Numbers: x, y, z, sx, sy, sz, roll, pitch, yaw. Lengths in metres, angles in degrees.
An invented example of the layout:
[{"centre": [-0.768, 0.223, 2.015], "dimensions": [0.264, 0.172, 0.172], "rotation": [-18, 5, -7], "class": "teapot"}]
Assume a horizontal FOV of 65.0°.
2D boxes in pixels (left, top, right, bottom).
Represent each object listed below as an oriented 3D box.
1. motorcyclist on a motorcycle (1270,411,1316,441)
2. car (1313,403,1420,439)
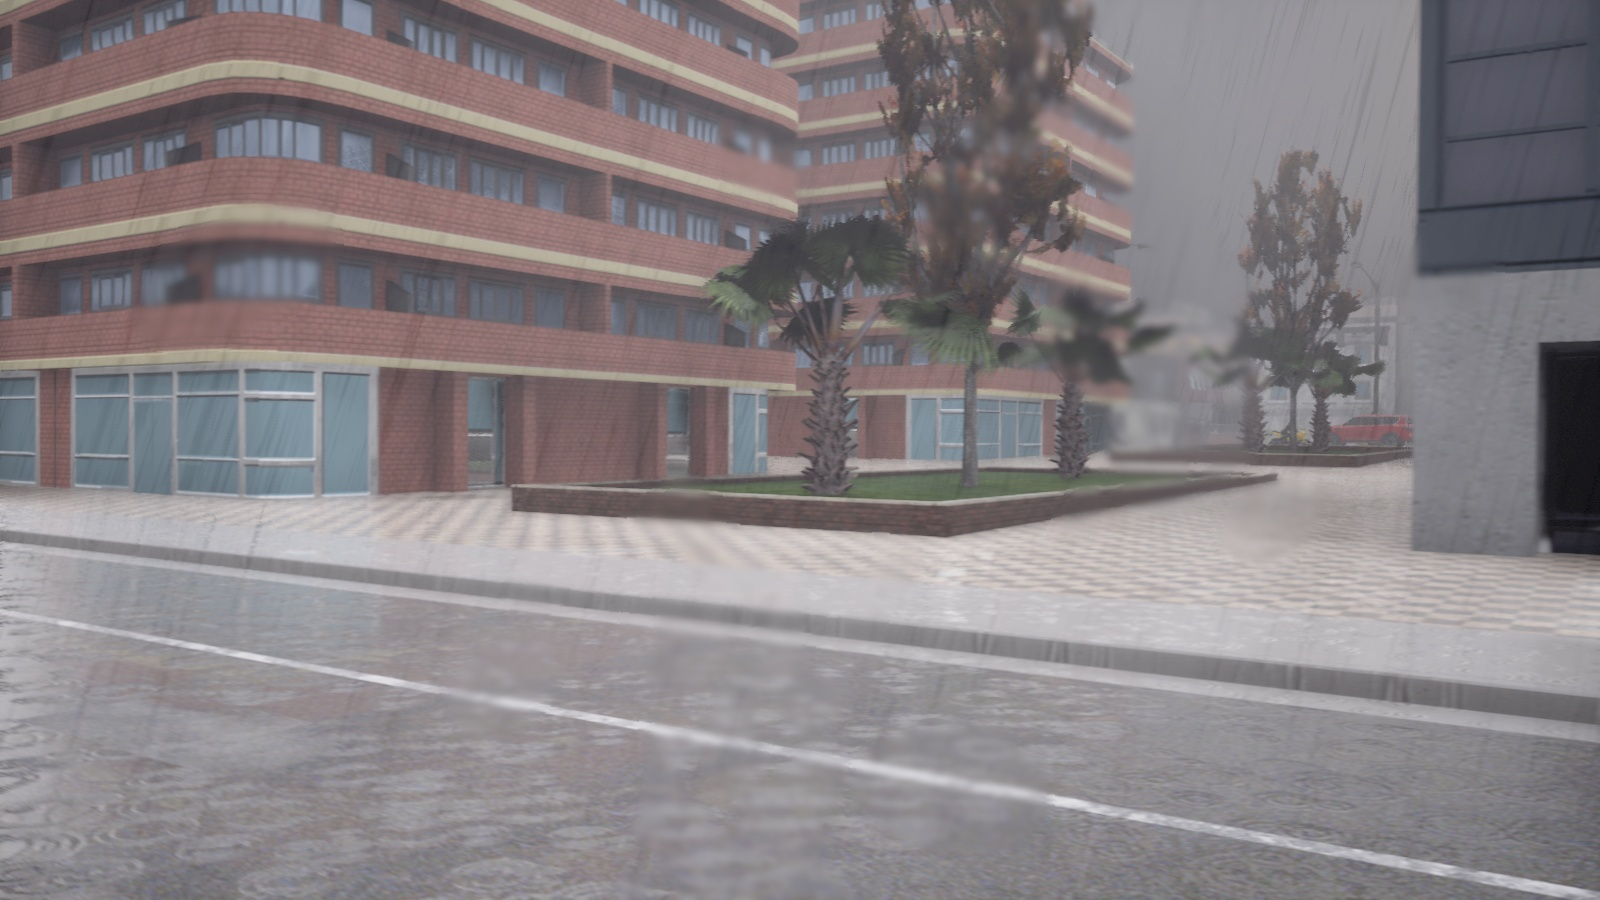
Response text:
[{"centre": [25.156, -1.210, 64.055], "dimensions": [2.044, 1.523, 0.797], "rotation": [0, 1, 34], "class": "motorcyclist on a motorcycle"}, {"centre": [33.842, -1.707, 75.080], "dimensions": [5.566, 2.045, 2.150], "rotation": [0, 1, 34], "class": "car"}]
